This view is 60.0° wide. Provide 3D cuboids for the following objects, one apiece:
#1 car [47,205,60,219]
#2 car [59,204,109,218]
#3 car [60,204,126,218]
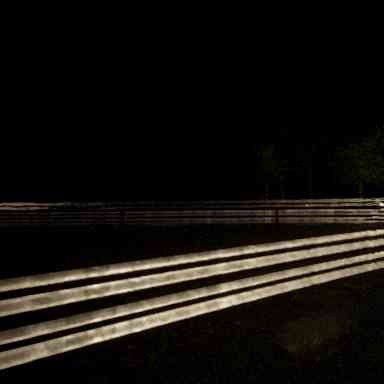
[{"bbox_3d":[-11.446,1.906,31.831,4.902,1.511,2.128,-1,1,5],"label":"car"},{"bbox_3d":[-11.416,1.980,35.344,4.718,1.301,1.895,-1,1,5],"label":"car"},{"bbox_3d":[-8.084,1.876,28.077,4.902,1.511,2.128,-1,1,5],"label":"car"}]
